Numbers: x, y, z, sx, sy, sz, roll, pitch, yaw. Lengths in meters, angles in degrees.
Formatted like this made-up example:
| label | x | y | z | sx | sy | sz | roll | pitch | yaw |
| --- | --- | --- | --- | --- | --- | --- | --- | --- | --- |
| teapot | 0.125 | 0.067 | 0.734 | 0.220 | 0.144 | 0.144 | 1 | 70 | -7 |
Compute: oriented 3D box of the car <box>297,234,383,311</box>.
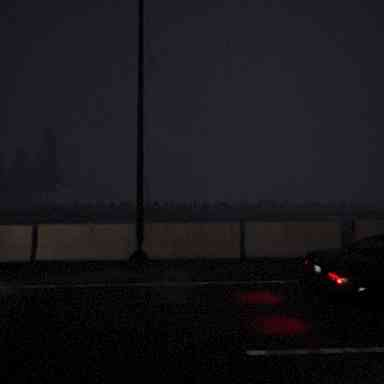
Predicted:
| label | x | y | z | sx | sy | sz | roll | pitch | yaw |
| --- | --- | --- | --- | --- | --- | --- | --- | --- | --- |
| car | 4.873 | 1.477 | 6.377 | 5.357 | 1.411 | 2.033 | 0 | 0 | -2 |
